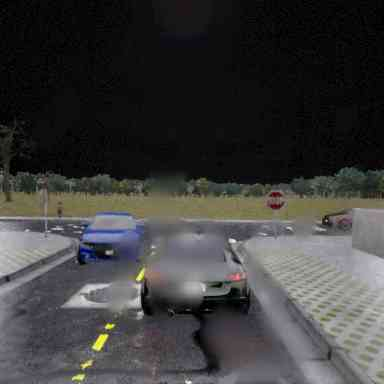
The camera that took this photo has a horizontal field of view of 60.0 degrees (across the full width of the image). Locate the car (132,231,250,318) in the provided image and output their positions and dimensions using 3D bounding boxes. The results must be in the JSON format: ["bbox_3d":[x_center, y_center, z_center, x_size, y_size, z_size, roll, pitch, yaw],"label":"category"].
[{"bbox_3d":[0.087,1.562,7.537,1.994,1.385,4.181,0,0,1],"label":"car"}]

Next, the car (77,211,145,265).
[{"bbox_3d":[-2.780,1.477,12.046,1.882,1.535,5.008,1,0,-10],"label":"car"}]

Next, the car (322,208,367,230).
[{"bbox_3d":[10.754,1.724,21.711,4.181,1.385,1.994,1,0,-1],"label":"car"}]

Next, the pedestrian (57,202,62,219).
[{"bbox_3d":[-9.719,0.998,24.448,0.375,1.860,0.375,0,-1,0],"label":"pedestrian"}]
